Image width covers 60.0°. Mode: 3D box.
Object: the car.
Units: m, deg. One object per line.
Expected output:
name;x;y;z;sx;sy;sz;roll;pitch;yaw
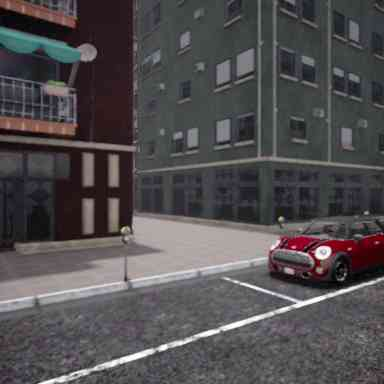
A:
car;4.053;1.447;9.449;4.097;1.590;1.967;0;0;-35
